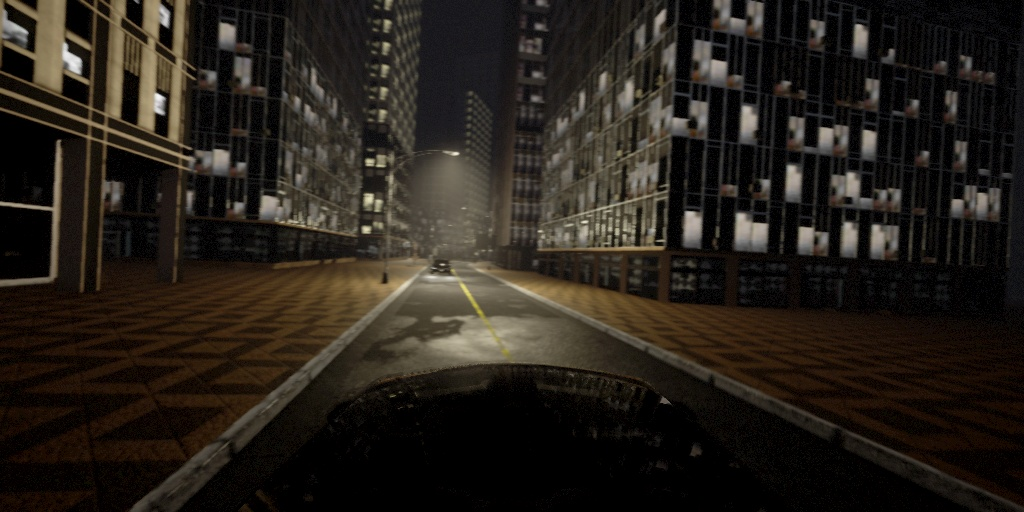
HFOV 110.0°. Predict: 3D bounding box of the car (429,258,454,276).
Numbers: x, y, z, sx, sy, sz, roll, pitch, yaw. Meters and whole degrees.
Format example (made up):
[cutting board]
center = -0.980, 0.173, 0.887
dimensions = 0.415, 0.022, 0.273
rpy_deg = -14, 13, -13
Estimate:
[car]
center = -6.489, 0.984, 32.971
dimensions = 1.837, 1.490, 4.892
rpy_deg = 3, 0, -11
